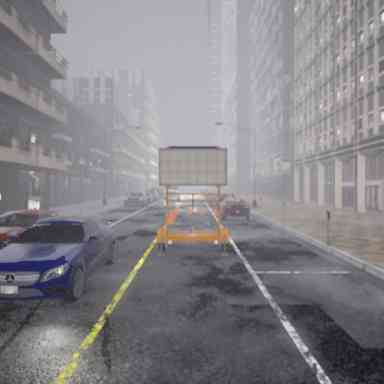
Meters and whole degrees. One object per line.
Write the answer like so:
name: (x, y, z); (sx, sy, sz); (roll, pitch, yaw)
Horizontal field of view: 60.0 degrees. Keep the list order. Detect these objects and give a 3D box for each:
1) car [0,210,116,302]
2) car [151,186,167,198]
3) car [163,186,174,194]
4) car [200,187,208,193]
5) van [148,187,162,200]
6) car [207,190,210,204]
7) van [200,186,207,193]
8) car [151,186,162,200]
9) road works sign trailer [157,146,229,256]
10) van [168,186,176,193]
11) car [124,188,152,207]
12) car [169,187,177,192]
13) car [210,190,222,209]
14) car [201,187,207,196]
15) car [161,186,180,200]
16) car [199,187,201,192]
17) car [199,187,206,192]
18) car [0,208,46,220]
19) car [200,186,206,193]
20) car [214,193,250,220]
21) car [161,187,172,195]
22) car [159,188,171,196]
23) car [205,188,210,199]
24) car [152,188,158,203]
car: (-3.074, 1.336, 7.930); (1.812, 1.442, 4.674); (0, 1, 0)
car: (-5.485, -0.006, 55.567); (2.192, 1.841, 5.009); (1, 1, 0)
car: (-5.413, -0.537, 77.747); (2.192, 1.841, 5.009); (1, 1, 0)
car: (2.987, -0.548, 83.353); (1.967, 1.590, 4.097); (1, 1, 0)
van: (-5.504, 0.152, 50.023); (1.690, 1.788, 3.998); (1, 1, 0)
car: (2.817, 0.749, 33.438); (1.887, 1.381, 4.507); (1, 1, 0)
van: (3.007, -0.781, 88.897); (1.690, 1.788, 3.998); (1, 1, 0)
car: (-5.524, 0.384, 44.480); (1.967, 1.590, 4.097); (1, 1, 0)
road works sign trailer: (0.039, 0.182, 11.808); (2.380, 3.560, 2.880); (0, 1, 0)
van: (-5.348, -0.777, 88.838); (1.690, 1.788, 3.998); (1, 1, 0)
car: (-5.562, 0.648, 33.388); (1.967, 1.590, 4.097); (1, 1, 0)
car: (-5.326, -0.722, 94.217); (1.752, 1.417, 4.829); (1, 1, 0)
car: (2.800, 0.777, 27.888); (1.967, 1.590, 4.097); (1, 1, 0)
car: (2.873, 0.358, 50.077); (2.008, 1.369, 4.403); (1, 1, 0)
car: (-2.926, 0.063, 48.693); (2.150, 2.045, 5.566); (0, 1, 0)
car: (2.947, -0.141, 72.264); (1.802, 1.307, 4.206); (1, 1, 0)
car: (3.022, -0.690, 94.449); (1.947, 1.339, 4.313); (1, 1, 0)
car: (-5.638, 1.278, 11.211); (1.887, 1.381, 4.507); (1, 1, 0)
car: (2.911, 0.064, 61.339); (1.752, 1.417, 4.829); (1, 1, 0)
car: (2.780, 1.012, 22.345); (1.887, 1.381, 4.507); (1, 1, 0)
car: (-5.431, -0.279, 72.205); (1.967, 1.590, 4.097); (1, 1, 0)
car: (-5.451, -0.036, 66.663); (2.008, 1.369, 4.403); (1, 1, 0)
car: (2.835, 0.617, 38.985); (1.887, 1.381, 4.507); (1, 1, 0)
car: (-5.545, 0.621, 38.937); (1.887, 1.381, 4.507); (1, 1, 0)
